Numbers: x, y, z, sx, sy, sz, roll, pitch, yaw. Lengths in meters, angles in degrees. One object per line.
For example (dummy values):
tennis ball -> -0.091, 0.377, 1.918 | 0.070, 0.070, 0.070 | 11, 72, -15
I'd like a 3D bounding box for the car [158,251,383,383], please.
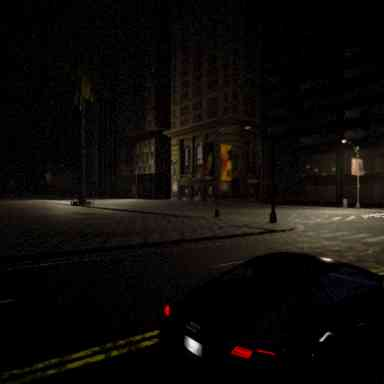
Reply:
car -> 1.644, 1.560, 4.612 | 4.181, 1.385, 1.994 | 0, 0, -35
